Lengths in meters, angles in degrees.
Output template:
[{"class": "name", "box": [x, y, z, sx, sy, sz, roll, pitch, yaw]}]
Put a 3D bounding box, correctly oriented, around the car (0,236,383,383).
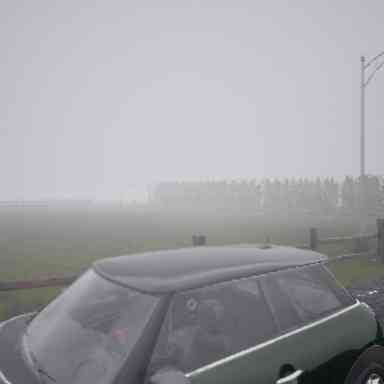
[{"class": "car", "box": [-0.331, 1.358, 2.826, 4.553, 1.767, 2.097, 0, 0, -35]}]
